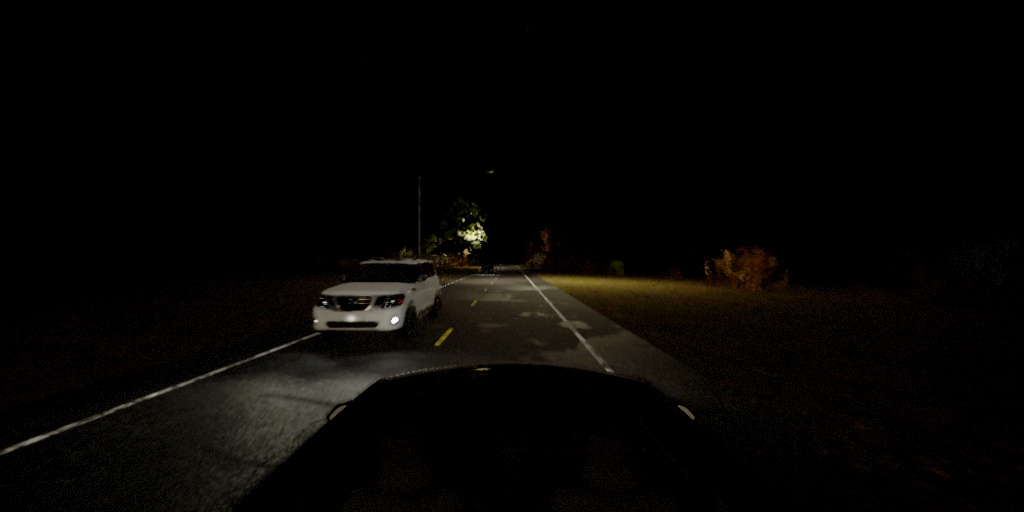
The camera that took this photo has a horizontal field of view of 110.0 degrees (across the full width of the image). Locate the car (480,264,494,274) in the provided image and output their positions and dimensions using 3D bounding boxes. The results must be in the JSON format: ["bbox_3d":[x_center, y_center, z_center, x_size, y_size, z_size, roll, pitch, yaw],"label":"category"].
[{"bbox_3d":[-3.567,1.920,52.694,2.033,1.411,5.357,0,-1,1],"label":"car"}]

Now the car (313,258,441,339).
[{"bbox_3d":[-3.602,1.082,10.812,2.150,2.045,5.566,0,-1,0],"label":"car"}]
